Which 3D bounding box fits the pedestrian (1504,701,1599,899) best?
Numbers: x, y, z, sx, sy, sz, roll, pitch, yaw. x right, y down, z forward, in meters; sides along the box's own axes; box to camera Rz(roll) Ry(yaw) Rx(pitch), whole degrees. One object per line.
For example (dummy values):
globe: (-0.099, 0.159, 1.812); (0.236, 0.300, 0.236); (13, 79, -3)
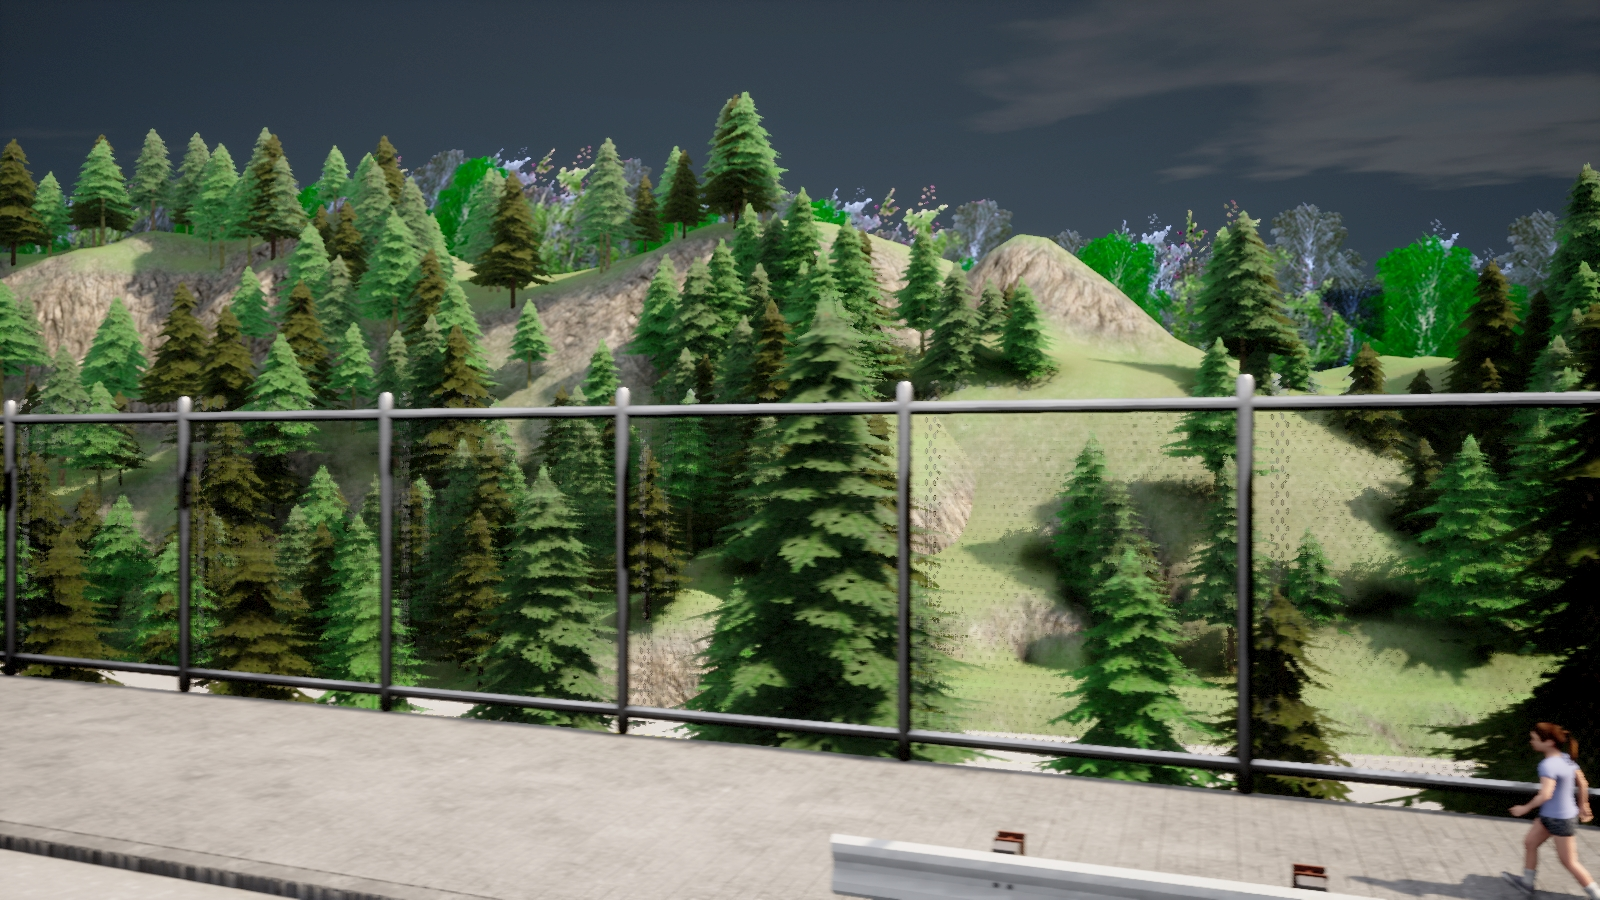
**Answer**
pedestrian: (4.538, 2.125, 6.830); (0.500, 1.100, 0.500); (0, 0, 39)
